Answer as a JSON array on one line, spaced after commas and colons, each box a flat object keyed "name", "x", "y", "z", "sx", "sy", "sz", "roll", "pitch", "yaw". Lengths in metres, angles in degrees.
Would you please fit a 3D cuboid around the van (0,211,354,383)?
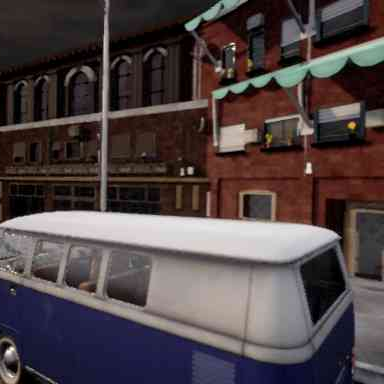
[{"name": "van", "x": -0.691, "y": 1.254, "z": 3.748, "sx": 4.442, "sy": 1.987, "sz": 1.878, "roll": 0, "pitch": 0, "yaw": 35}]
